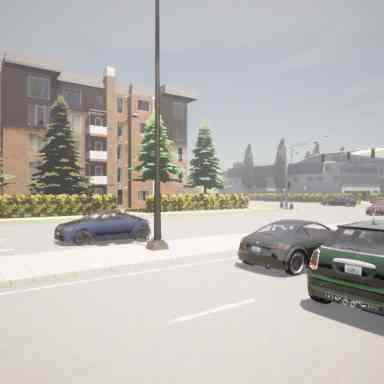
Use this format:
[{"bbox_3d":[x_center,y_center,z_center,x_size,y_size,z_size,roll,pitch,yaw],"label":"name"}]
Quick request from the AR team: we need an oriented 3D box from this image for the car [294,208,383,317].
[{"bbox_3d":[4.486,1.352,6.933,4.553,1.767,2.097,0,0,-36],"label":"car"}]

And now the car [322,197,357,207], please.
[{"bbox_3d":[22.136,1.505,50.050,4.892,1.490,1.837,0,2,34],"label":"car"}]

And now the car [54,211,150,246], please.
[{"bbox_3d":[-4.034,1.564,15.232,4.181,1.385,1.994,0,0,-35],"label":"car"}]

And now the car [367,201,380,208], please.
[{"bbox_3d":[18.332,1.525,31.585,4.674,1.442,1.812,0,0,-38],"label":"car"}]

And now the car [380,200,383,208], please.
[{"bbox_3d":[11.475,1.352,16.254,4.553,1.767,2.097,0,0,-36],"label":"car"}]

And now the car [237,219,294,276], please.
[{"bbox_3d":[3.425,1.564,10.467,4.181,1.385,1.994,0,0,-36],"label":"car"}]
